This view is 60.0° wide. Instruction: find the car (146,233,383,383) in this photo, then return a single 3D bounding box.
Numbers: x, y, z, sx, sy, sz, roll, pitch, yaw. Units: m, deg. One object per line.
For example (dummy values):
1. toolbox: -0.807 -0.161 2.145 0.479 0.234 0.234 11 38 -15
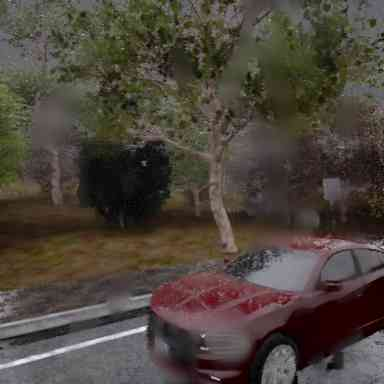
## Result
1. car: 1.700 1.470 5.205 5.008 1.535 1.882 0 0 -35
